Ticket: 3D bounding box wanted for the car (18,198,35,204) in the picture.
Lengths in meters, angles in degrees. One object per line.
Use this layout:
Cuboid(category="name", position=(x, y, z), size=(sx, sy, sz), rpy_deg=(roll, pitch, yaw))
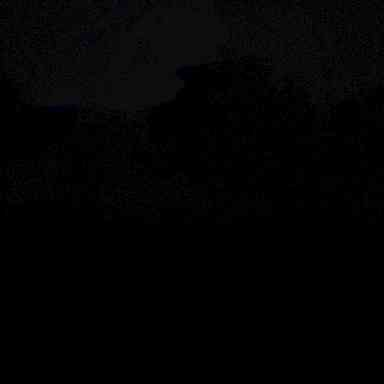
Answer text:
Cuboid(category="car", position=(-39.846, 2.212, 80.045), size=(1.837, 1.490, 4.892), rpy_deg=(-2, -2, 5))
